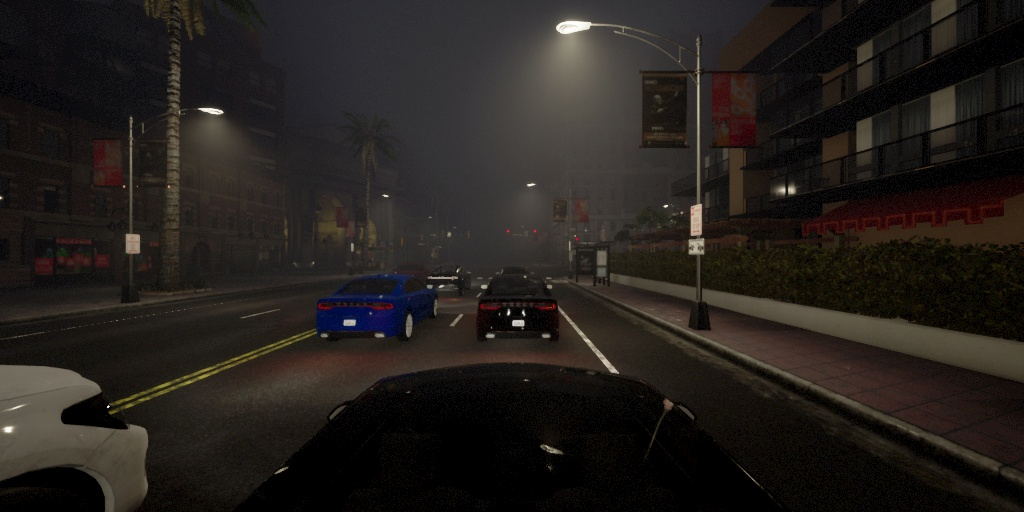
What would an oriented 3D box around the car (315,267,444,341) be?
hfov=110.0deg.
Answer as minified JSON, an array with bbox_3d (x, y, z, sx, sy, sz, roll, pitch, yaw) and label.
[{"bbox_3d":[-3.360,1.228,9.883,1.882,1.535,5.008,0,0,0],"label":"car"}]

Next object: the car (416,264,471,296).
[{"bbox_3d":[-3.334,1.242,19.388,2.128,1.511,4.902,0,0,0],"label":"car"}]

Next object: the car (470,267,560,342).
[{"bbox_3d":[0.135,1.228,9.848,1.882,1.535,5.008,0,0,0],"label":"car"}]

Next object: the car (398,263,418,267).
[{"bbox_3d":[-6.916,1.238,24.489,1.882,1.535,5.008,0,0,0],"label":"car"}]
